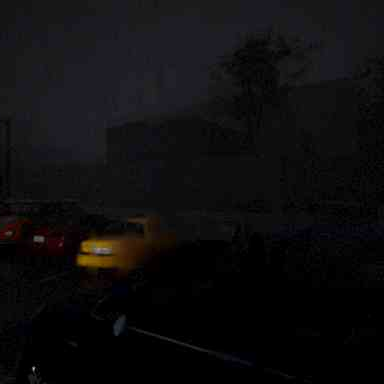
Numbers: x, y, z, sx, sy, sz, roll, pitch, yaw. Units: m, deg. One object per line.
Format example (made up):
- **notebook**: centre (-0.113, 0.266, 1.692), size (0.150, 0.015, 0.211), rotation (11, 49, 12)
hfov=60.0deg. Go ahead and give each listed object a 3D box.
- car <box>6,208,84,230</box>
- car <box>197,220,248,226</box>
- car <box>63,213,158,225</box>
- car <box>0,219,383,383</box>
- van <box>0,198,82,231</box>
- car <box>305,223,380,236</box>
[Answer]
- **car**: centre (-4.048, 1.515, 12.402), size (2.163, 1.488, 4.792), rotation (0, -1, 15)
- **car**: centre (0.799, 1.488, 8.905), size (2.231, 1.521, 4.892), rotation (0, -1, 15)
- **car**: centre (-1.577, 1.484, 10.821), size (1.946, 1.575, 5.366), rotation (0, -1, 15)
- **car**: centre (0.307, 1.349, 3.159), size (4.553, 1.767, 2.097), rotation (0, 0, 36)
- **van**: centre (-6.507, 1.258, 13.995), size (1.878, 1.987, 4.442), rotation (1, -1, 16)
- **car**: centre (3.237, 1.490, 7.181), size (2.097, 1.535, 5.008), rotation (1, -1, 16)
